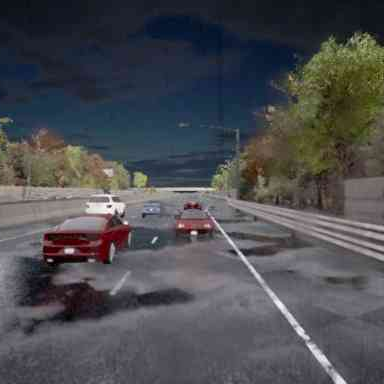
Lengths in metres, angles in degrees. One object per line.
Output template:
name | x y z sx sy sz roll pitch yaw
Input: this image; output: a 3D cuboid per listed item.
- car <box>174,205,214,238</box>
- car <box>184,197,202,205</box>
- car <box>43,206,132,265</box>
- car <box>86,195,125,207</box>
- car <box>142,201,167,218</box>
car | 0.101 1.599 17.605 1.895 1.301 4.718 0 0 0
car | 0.098 1.361 39.845 2.097 1.767 4.553 0 0 0
car | -3.398 1.476 11.700 1.882 1.535 5.008 0 0 0
car | -6.895 1.222 26.988 2.150 2.045 5.566 0 0 0
car | -3.398 1.549 30.287 2.033 1.411 5.357 0 0 0
